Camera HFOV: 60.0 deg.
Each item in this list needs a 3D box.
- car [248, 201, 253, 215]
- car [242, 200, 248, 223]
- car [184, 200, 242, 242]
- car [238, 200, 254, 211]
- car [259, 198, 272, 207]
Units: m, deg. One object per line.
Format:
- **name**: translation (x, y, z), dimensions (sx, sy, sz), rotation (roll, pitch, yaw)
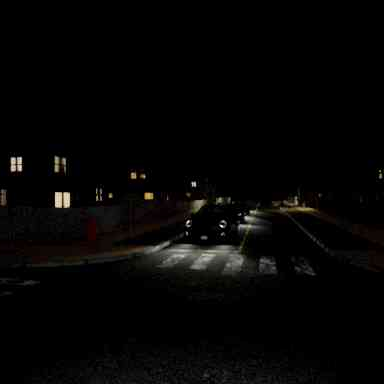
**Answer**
- **car**: translation (5.456, 1.686, 36.956), dimensions (2.128, 1.511, 4.902), rotation (-1, 0, 12)
- **car**: translation (3.320, 1.667, 26.977), dimensions (1.812, 1.442, 4.674), rotation (-1, 0, 12)
- **car**: translation (1.089, 1.449, 16.933), dimensions (2.097, 1.767, 4.553), rotation (-1, 0, 14)
- **car**: translation (7.636, 1.855, 46.971), dimensions (1.895, 1.301, 4.718), rotation (-1, 0, 13)
- **car**: translation (12.696, 1.796, 57.257), dimensions (1.837, 1.490, 4.892), rotation (-1, -1, 12)
